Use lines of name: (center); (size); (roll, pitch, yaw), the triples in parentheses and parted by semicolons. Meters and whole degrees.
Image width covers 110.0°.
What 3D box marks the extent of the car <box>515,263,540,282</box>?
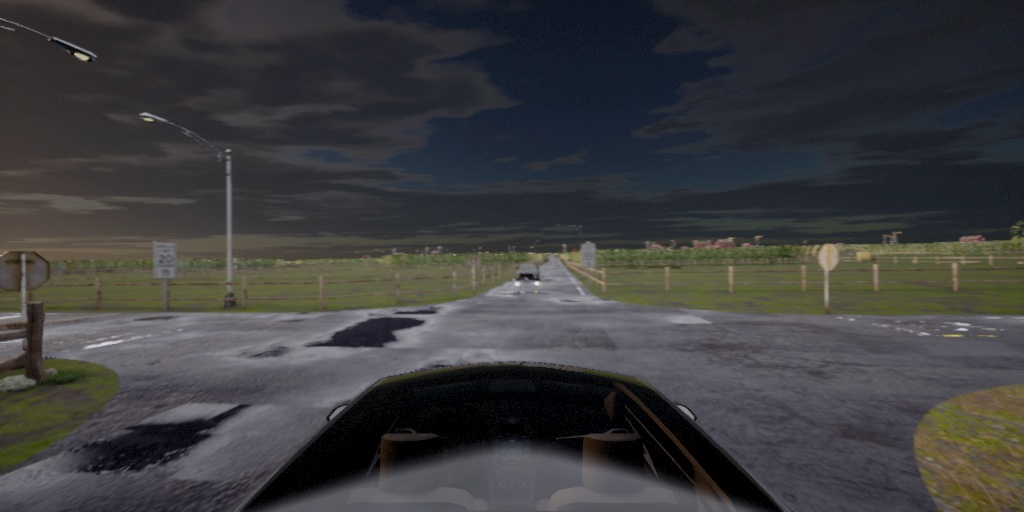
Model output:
car: (1.539, 1.440, 33.701); (2.097, 1.767, 4.553); (-1, -1, 7)
